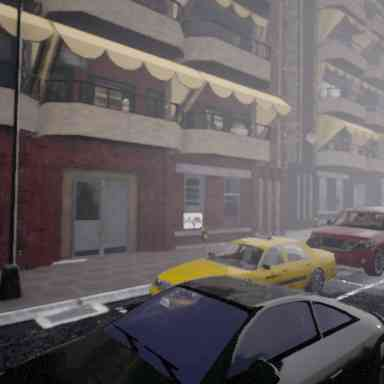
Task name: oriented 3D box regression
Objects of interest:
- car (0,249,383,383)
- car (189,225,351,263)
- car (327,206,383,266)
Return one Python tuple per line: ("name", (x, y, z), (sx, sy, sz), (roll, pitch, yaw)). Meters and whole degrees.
("car", (0.247, 1.607, 3.145), (4.181, 1.385, 1.994), (0, -1, -39))
("car", (1.398, 1.618, 7.349), (4.829, 1.417, 1.752), (0, 1, -39))
("car", (5.839, 1.438, 10.926), (5.009, 1.841, 2.192), (0, 1, -39))
